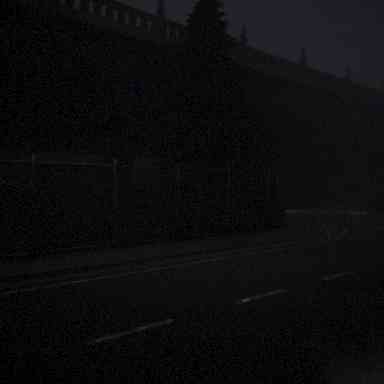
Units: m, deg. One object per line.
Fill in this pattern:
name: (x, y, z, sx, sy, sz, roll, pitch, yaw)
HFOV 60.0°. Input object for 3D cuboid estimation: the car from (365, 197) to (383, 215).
car: (17.000, 1.141, 28.355, 2.097, 1.767, 4.553, -1, 0, -12)

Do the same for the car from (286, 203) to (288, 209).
car: (9.062, 1.318, 38.801, 1.812, 1.442, 4.674, 0, 0, -29)
